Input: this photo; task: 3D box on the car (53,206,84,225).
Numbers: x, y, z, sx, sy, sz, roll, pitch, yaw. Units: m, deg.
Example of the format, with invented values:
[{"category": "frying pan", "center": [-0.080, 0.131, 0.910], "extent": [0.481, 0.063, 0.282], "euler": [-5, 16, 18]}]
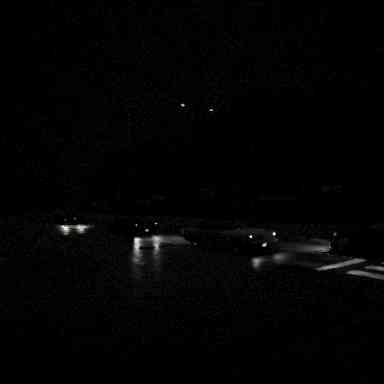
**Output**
[{"category": "car", "center": [-13.763, 2.542, 36.794], "extent": [2.150, 2.045, 5.566], "euler": [-1, -2, -35]}]

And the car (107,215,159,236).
[{"category": "car", "center": [-4.228, 2.268, 23.455], "extent": [1.895, 1.301, 4.718], "euler": [0, -2, -36]}]

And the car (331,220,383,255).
[{"category": "car", "center": [7.382, 1.676, 12.321], "extent": [1.994, 1.385, 4.181], "euler": [-1, -1, -36]}]

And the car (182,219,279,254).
[{"category": "car", "center": [1.601, 1.919, 15.319], "extent": [1.895, 1.301, 4.718], "euler": [0, -2, -38]}]
